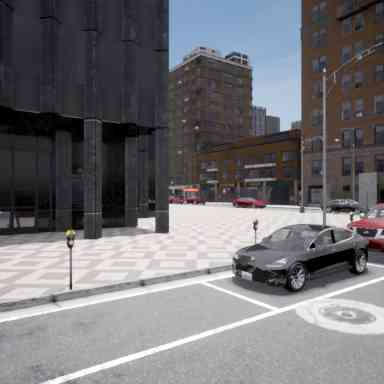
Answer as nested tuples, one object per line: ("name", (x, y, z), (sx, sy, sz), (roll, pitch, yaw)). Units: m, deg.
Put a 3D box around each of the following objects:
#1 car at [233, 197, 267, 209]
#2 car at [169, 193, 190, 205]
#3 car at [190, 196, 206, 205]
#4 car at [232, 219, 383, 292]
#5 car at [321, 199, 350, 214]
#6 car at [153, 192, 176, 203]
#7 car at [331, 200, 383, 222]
("car", (7.378, 1.437, 42.922), (1.882, 1.535, 5.008), (0, 0, -35))
("car", (-3.026, 1.418, 58.075), (1.882, 1.535, 5.008), (0, 0, -34))
("car", (0.435, 1.420, 58.465), (1.882, 1.535, 5.008), (0, 0, -35))
("car", (3.039, 1.566, 8.944), (4.313, 1.339, 1.947), (0, 0, -36))
("car", (14.877, 1.450, 32.071), (2.128, 1.511, 4.902), (0, 0, -36))
("car", (-5.577, 1.135, 67.077), (2.150, 2.045, 5.566), (0, 0, -35))
("car", (7.627, 1.315, 12.225), (5.009, 1.841, 2.192), (0, 0, -36))
